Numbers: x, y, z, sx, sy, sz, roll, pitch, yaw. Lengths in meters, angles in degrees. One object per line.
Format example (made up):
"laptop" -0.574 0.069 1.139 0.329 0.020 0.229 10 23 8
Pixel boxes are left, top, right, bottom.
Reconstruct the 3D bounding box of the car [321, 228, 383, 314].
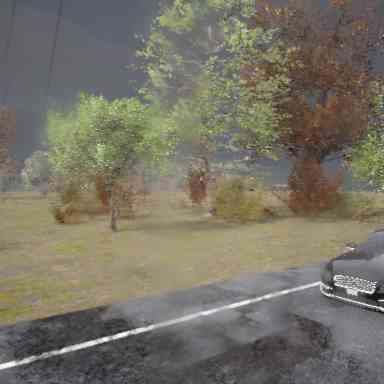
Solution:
"car" 4.833 1.540 7.323 4.892 1.490 1.837 0 0 -35
